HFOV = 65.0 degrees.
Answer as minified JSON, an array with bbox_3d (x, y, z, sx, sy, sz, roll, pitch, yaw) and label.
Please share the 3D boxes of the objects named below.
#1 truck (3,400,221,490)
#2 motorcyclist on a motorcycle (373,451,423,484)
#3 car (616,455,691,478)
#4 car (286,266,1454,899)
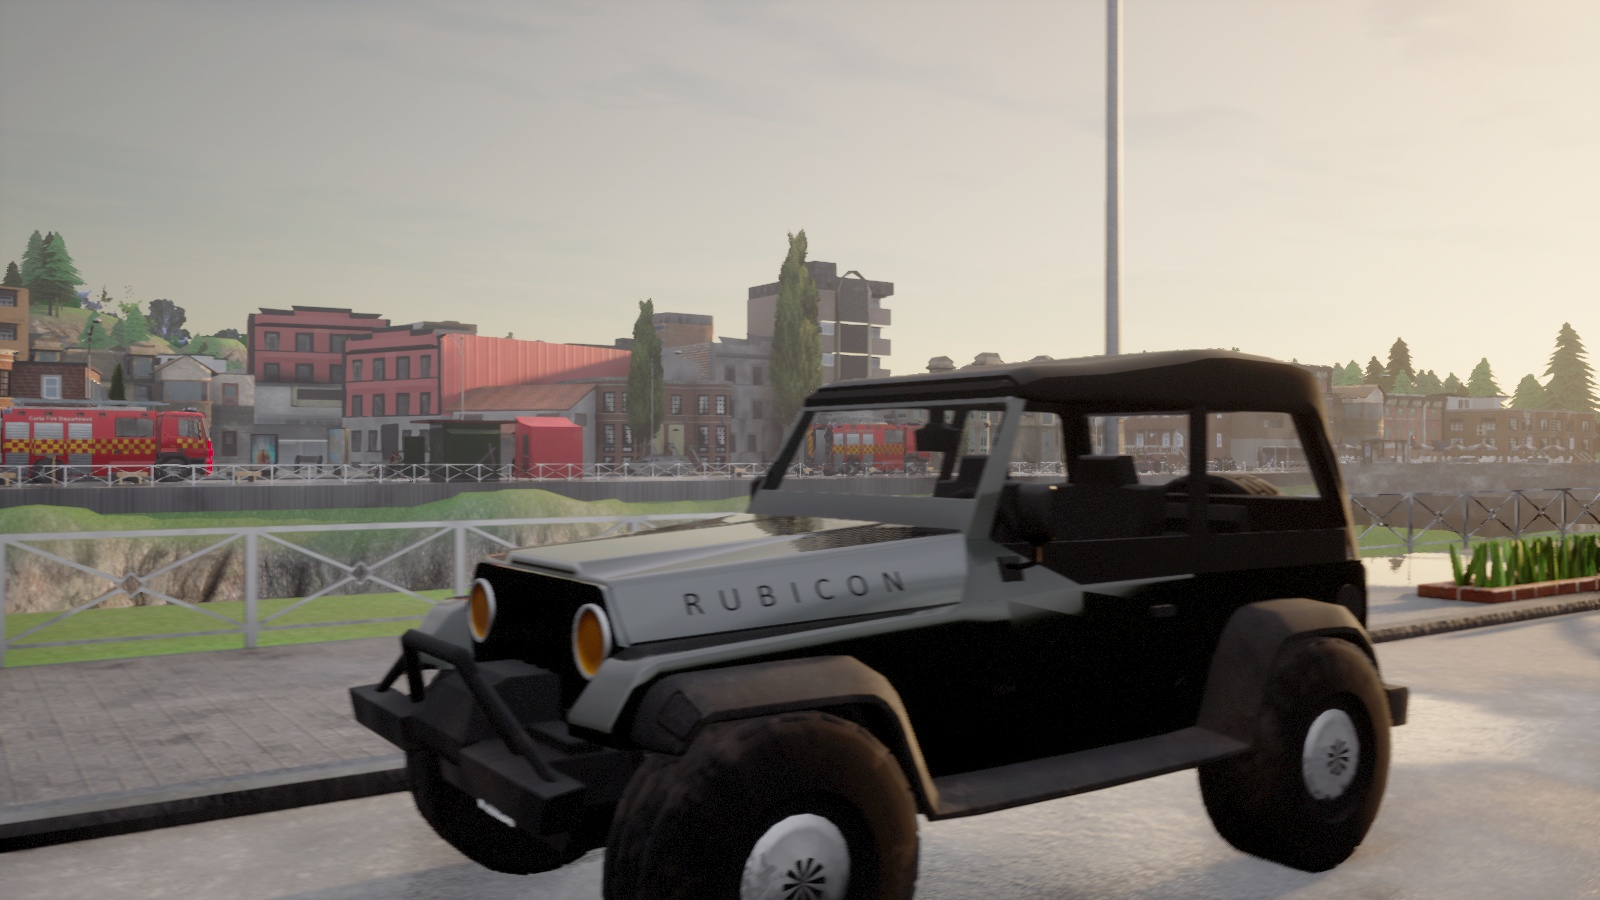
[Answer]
[{"bbox_3d":[-31.434,-0.212,57.565,8.468,3.827,2.891,0,0,-35],"label":"truck"},{"bbox_3d":[-20.776,0.898,64.984,2.350,1.649,0.766,0,0,-35],"label":"motorcyclist on a motorcycle"},{"bbox_3d":[-9.074,1.019,78.007,4.181,1.385,1.994,0,0,-35],"label":"car"},{"bbox_3d":[0.401,0.551,4.548,3.866,1.878,1.905,0,0,-35],"label":"car"}]
